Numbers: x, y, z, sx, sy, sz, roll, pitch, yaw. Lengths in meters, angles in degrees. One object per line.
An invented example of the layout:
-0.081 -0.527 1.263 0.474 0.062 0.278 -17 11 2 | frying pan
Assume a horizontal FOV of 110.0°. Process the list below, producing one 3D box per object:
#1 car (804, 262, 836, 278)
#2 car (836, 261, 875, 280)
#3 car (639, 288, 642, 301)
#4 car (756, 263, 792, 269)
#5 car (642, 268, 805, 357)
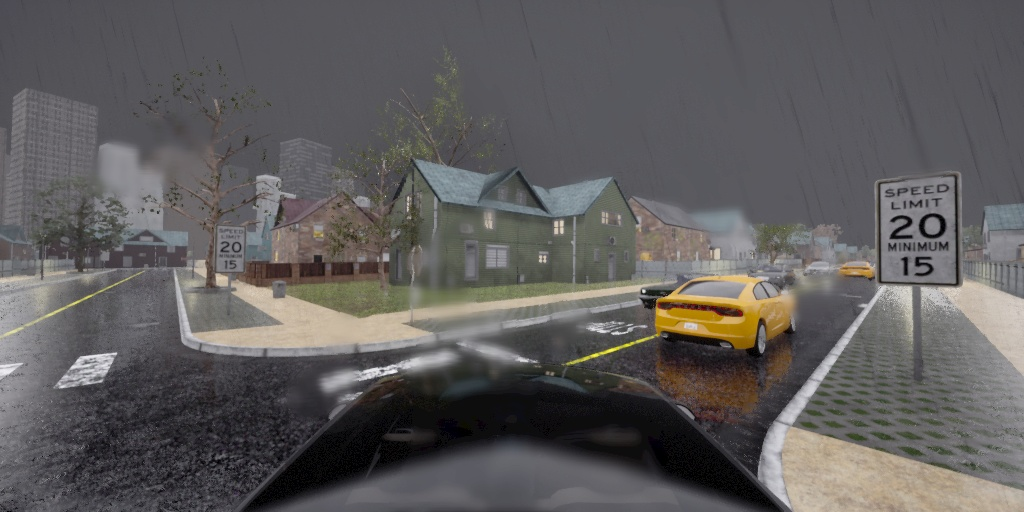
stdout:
29.349 1.263 34.169 4.674 1.442 1.812 0 -1 -42 | car
29.103 1.189 30.155 5.008 1.535 1.882 0 0 -42 | car
6.849 1.353 13.906 4.718 1.301 1.895 0 0 -42 | car
16.295 1.223 22.460 4.902 1.511 2.128 0 0 -42 | car
5.340 1.217 8.693 5.008 1.535 1.882 0 0 -42 | car
